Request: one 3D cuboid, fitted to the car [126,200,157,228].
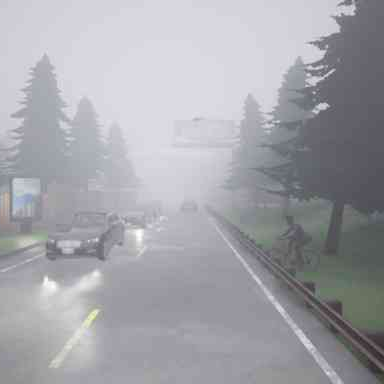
[{"bbox_3d":[-3.830,1.541,22.645,2.033,1.411,5.357,0,0,0],"label":"car"}]

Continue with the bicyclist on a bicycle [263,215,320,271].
[{"bbox_3d":[2.862,1.494,9.450,1.656,1.620,0.582,4,3,-1],"label":"bicyclist on a bicycle"}]

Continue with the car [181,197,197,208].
[{"bbox_3d":[-0.436,1.479,48.638,2.128,1.511,4.902,0,0,-1],"label":"car"}]

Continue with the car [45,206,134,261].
[{"bbox_3d":[-3.723,1.489,12.358,2.128,1.511,4.902,0,0,-1],"label":"car"}]

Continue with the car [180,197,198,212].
[{"bbox_3d":[-0.310,1.554,37.965,1.994,1.385,4.181,0,0,-1],"label":"car"}]

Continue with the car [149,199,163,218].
[{"bbox_3d":[-3.794,1.558,27.392,1.994,1.385,4.181,0,0,-1],"label":"car"}]
